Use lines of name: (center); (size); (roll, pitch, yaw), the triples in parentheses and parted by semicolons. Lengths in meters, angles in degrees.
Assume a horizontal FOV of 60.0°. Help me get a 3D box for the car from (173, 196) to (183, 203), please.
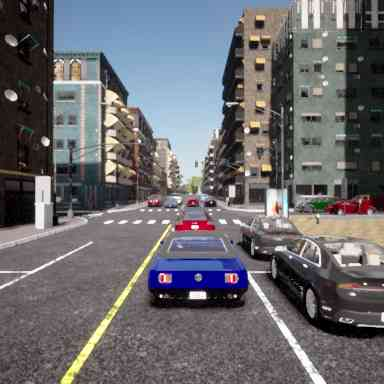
car: (-2.850, 1.584, 68.615); (1.994, 1.385, 4.181); (0, 0, 0)

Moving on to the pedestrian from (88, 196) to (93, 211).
pedestrian: (-12.435, 1.344, 40.688); (0.375, 1.860, 0.375); (0, 0, 1)

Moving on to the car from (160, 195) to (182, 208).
car: (-2.990, 1.561, 48.672); (2.033, 1.411, 5.357); (0, 0, 1)

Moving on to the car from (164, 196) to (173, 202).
car: (-5.497, 1.590, 78.603); (1.947, 1.339, 4.313); (1, 0, 0)

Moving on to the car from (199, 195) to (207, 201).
car: (2.909, 1.573, 89.685); (1.887, 1.381, 4.507); (1, 0, 0)

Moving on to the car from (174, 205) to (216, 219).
car: (0.135, 1.568, 17.174); (1.994, 1.385, 4.181); (0, 0, 0)

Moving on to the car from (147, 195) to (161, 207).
car: (-5.558, 1.329, 50.748); (2.192, 1.841, 5.009); (1, 0, 0)

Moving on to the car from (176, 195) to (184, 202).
car: (-2.817, 1.524, 79.024); (1.837, 1.490, 4.892); (0, 0, 0)

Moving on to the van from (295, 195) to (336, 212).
van: (13.850, 1.293, 37.483); (3.998, 1.788, 1.690); (0, 0, 1)

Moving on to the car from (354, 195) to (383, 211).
car: (19.377, 1.224, 37.430); (5.009, 1.841, 2.192); (0, 0, 1)

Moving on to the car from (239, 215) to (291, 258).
car: (2.859, 1.553, 12.495); (2.008, 1.369, 4.403); (1, 0, 0)

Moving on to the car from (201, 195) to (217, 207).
car: (2.818, 1.580, 50.688); (1.947, 1.339, 4.313); (1, 0, 0)

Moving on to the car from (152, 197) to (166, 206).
car: (-5.549, 1.561, 56.319); (1.887, 1.381, 4.507); (1, 0, 0)

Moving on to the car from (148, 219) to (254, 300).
car: (0.119, 1.603, 8.311); (1.895, 1.301, 4.718); (0, 0, 0)

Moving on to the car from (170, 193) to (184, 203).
car: (-2.942, 1.238, 58.673); (2.150, 2.045, 5.566); (0, 0, 1)

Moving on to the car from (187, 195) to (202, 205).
car: (0.199, 1.540, 53.039); (1.812, 1.442, 4.674); (0, 0, 0)

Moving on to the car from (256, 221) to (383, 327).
car: (2.846, 1.552, 6.925); (2.008, 1.369, 4.403); (1, 0, 0)

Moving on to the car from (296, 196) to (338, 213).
car: (13.417, 1.270, 34.903); (4.553, 1.767, 2.097); (0, -1, 1)

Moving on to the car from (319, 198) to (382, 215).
car: (13.771, 1.410, 29.101); (4.206, 1.307, 1.802); (0, 0, 1)
